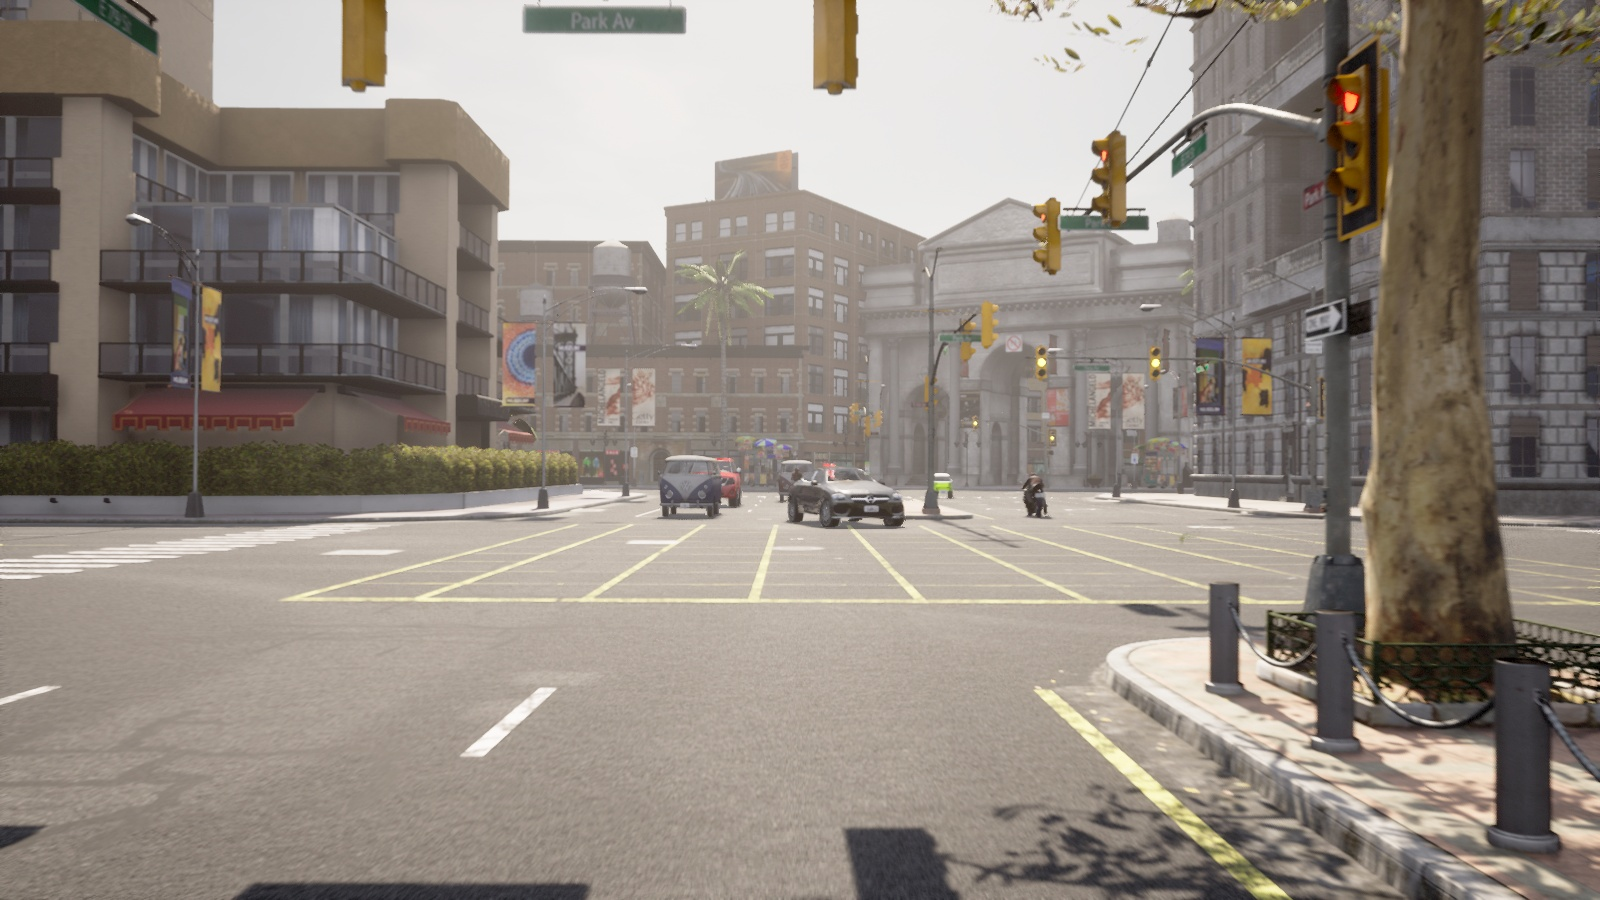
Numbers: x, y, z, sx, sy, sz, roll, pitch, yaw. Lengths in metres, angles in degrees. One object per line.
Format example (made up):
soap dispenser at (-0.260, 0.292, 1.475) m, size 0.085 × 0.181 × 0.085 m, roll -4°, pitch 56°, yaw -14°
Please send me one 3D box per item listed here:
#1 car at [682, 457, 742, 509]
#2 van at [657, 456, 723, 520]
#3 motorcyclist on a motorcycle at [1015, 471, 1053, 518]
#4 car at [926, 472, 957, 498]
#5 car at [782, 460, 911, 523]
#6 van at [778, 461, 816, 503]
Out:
car at (-3.629, 1.372, 52.883) m, size 2.150 × 2.045 × 5.566 m, roll 0°, pitch -1°, yaw 0°
van at (-3.589, 1.231, 41.719) m, size 1.775 × 1.987 × 4.442 m, roll 0°, pitch -1°, yaw 0°
motorcyclist on a motorcycle at (7.896, 1.476, 42.407) m, size 0.866 × 1.530 × 2.191 m, roll 0°, pitch -1°, yaw 0°
car at (7.830, 1.921, 69.692) m, size 1.481 × 1.376 × 2.207 m, roll 0°, pitch -1°, yaw 0°
car at (1.223, 1.142, 35.682) m, size 2.152 × 1.651 × 5.027 m, roll 0°, pitch -1°, yaw -17°
van at (-0.148, 1.517, 61.293) m, size 1.775 × 1.987 × 4.442 m, roll 0°, pitch -1°, yaw 0°
